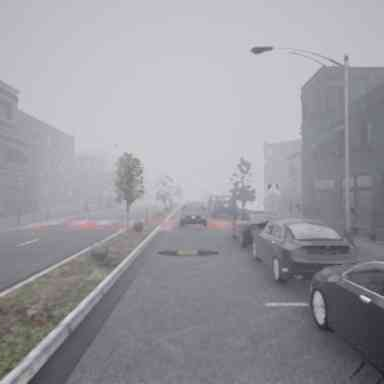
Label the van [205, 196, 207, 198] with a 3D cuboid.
[{"bbox_3d":[2.995,1.421,42.807,1.878,1.987,4.442,0,0,0],"label":"van"}]

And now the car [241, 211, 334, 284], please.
[{"bbox_3d":[2.997,1.522,9.678,2.231,1.521,4.892,0,0,0],"label":"car"}]

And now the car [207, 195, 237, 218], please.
[{"bbox_3d":[2.996,1.343,31.677,2.435,2.045,5.566,0,0,0],"label":"car"}]

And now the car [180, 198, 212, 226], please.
[{"bbox_3d":[0.095,1.498,23.174,2.033,1.411,5.357,0,3,0],"label":"car"}]

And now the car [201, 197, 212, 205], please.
[{"bbox_3d":[2.993,1.902,70.416,2.002,1.452,4.674,0,-1,0],"label":"car"}]

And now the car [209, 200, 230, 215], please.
[{"bbox_3d":[2.995,1.657,37.163,2.002,1.452,4.674,0,0,0],"label":"car"}]

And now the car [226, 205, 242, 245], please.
[{"bbox_3d":[2.996,1.570,15.236,2.163,1.488,4.792,0,0,0],"label":"car"}]

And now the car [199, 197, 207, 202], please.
[{"bbox_3d":[2.984,2.083,92.370,2.231,1.521,4.892,0,-1,0],"label":"car"}]

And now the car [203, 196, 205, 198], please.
[{"bbox_3d":[2.996,1.681,48.204,2.231,1.521,4.892,0,0,0],"label":"car"}]

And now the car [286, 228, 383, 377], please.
[{"bbox_3d":[2.997,1.499,4.030,2.231,1.521,4.892,0,0,0],"label":"car"}]
